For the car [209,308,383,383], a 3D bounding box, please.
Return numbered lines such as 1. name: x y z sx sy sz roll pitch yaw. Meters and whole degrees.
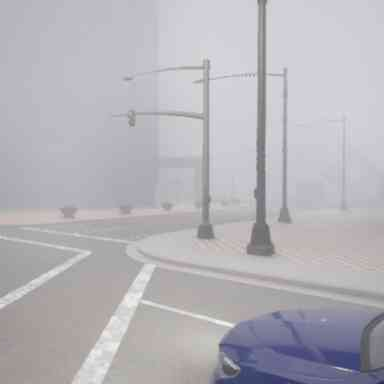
1. car: 2.335 1.524 2.348 4.674 1.442 1.812 0 0 36
